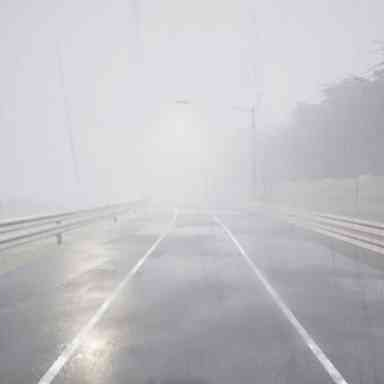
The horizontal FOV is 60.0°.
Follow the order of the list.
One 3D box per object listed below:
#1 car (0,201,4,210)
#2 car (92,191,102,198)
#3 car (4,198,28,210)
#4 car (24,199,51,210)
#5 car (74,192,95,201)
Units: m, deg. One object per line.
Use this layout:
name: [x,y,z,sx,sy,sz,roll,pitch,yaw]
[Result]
car: [-34.107,2.351,60.599,2.128,1.511,4.902,0,3,8]
car: [-26.192,0.591,89.914,2.097,1.767,4.553,0,3,8]
car: [-30.640,2.089,60.103,2.150,2.045,5.566,0,3,8]
car: [-27.183,2.405,59.570,1.837,1.490,4.892,0,3,8]
car: [-24.789,1.555,75.615,2.033,1.411,5.357,0,3,8]
